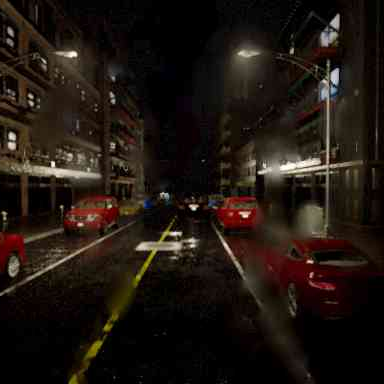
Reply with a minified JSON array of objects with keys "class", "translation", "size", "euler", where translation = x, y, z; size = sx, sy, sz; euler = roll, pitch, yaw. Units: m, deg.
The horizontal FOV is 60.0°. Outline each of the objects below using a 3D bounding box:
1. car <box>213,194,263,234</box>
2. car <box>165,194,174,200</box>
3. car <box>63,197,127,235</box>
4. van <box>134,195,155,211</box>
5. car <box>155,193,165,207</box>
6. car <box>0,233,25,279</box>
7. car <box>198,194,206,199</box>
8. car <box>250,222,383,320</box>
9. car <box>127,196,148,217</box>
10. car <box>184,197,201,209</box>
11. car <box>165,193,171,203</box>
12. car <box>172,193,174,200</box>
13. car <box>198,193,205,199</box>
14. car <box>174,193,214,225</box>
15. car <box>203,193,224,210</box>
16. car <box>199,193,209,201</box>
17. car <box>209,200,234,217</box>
[{"class":"car","translation":[2.549,1.219,18.323],"size":[2.192,1.841,5.009],"euler":[-1,0,0]},{"class":"car","translation":[-5.340,1.109,80.381],"size":[1.752,1.417,4.829],"euler":[-1,0,0]},{"class":"car","translation":[-5.331,1.219,18.386],"size":[2.192,1.841,5.009],"euler":[-1,0,0]},{"class":"van","translation":[-5.334,1.158,35.341],"size":[1.690,1.788,3.998],"euler":[-1,0,0]},{"class":"car","translation":[-5.335,1.198,46.643],"size":[1.967,1.590,4.097],"euler":[-1,0,0]},{"class":"car","translation":[-5.326,1.508,7.085],"size":[1.887,1.381,4.507],"euler":[-1,0,0]},{"class":"car","translation":[2.540,1.134,86.297],"size":[1.802,1.307,4.206],"euler":[-1,0,0]},{"class":"car","translation":[2.555,1.545,6.997],"size":[1.802,1.307,4.206],"euler":[-1,0,0]},{"class":"car","translation":[-5.331,1.372,29.520],"size":[1.752,1.417,4.829],"euler":[-1,0,0]},{"class":"car","translation":[0.092,1.347,41.702],"size":[1.994,1.385,4.181],"euler":[0,0,0]},{"class":"car","translation":[-5.335,1.250,57.946],"size":[2.008,1.369,4.403],"euler":[-1,0,0]},{"class":"car","translation":[-5.337,1.207,69.249],"size":[1.947,1.339,4.313],"euler":[-1,0,0]},{"class":"car","translation":[2.538,1.067,91.961],"size":[1.887,1.381,4.507],"euler":[-1,0,0]},{"class":"car","translation":[0.089,1.100,23.153],"size":[2.150,2.045,5.566],"euler":[0,0,-1]},{"class":"car","translation":[2.545,1.101,40.981],"size":[2.192,1.841,5.009],"euler":[-1,0,0]},{"class":"car","translation":[2.541,1.080,69.303],"size":[1.967,1.590,4.097],"euler":[-1,0,0]},{"class":"car","translation":[2.550,1.427,29.654],"size":[1.802,1.307,4.206],"euler":[-1,0,0]}]
